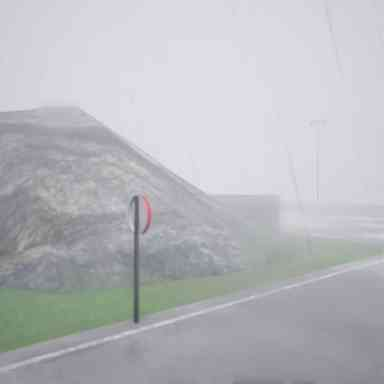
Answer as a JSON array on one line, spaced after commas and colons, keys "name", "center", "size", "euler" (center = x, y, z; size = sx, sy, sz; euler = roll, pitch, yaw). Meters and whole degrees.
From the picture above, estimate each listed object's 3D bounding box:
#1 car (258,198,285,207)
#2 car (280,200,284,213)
[{"name": "car", "center": [15.004, 2.010, 63.118], "size": [1.837, 1.490, 4.892], "euler": [0, 0, -38]}, {"name": "car", "center": [8.966, 1.619, 42.200], "size": [2.150, 2.045, 5.566], "euler": [0, 0, -38]}]
